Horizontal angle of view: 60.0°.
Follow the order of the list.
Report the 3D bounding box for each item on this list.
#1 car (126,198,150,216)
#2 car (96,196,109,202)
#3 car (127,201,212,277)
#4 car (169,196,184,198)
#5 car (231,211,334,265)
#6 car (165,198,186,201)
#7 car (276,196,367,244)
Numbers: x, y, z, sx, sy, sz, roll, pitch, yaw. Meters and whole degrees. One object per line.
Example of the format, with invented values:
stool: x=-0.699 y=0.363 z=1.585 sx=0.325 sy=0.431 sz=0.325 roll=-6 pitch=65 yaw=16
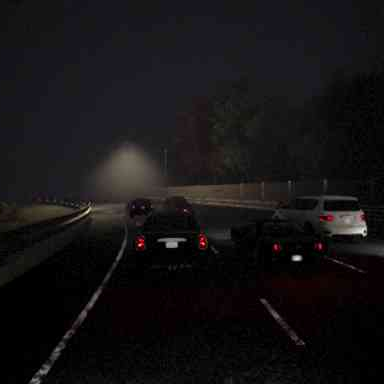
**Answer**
car: x=-4.743 y=1.343 z=29.966 sx=2.097 sy=1.767 sz=4.553 roll=0 pitch=0 yaw=-17
car: x=-20.166 y=1.545 z=75.132 sx=2.033 sy=1.411 sz=5.357 roll=0 pitch=0 yaw=-29
car: x=-0.722 y=1.345 z=10.453 sx=2.097 sy=1.767 sz=4.553 roll=0 pitch=0 yaw=-6
car: x=-2.237 y=1.322 z=43.236 sx=2.097 sy=1.767 sz=4.553 roll=0 pitch=0 yaw=-23
car: x=2.717 y=1.582 z=11.634 sx=1.895 sy=1.301 sz=4.718 roll=0 pitch=0 yaw=-7
car: x=-1.199 y=1.542 z=30.375 sx=1.994 sy=1.385 sz=4.181 roll=0 pitch=0 yaw=-17
car: x=5.707 y=1.189 z=15.653 sx=2.150 sy=2.045 sz=5.566 roll=0 pitch=0 yaw=-8
